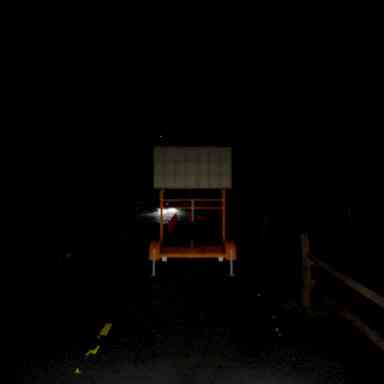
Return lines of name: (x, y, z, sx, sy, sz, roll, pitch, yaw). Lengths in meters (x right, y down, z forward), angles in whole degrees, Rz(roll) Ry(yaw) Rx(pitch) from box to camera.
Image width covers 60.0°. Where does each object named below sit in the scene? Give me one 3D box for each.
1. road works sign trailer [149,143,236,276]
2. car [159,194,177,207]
road works sign trailer: (0.020, 0.344, 9.906, 2.380, 3.560, 2.880, 0, 1, 0)
car: (-2.765, 1.050, 39.538, 2.128, 1.511, 4.902, 0, 1, 0)
